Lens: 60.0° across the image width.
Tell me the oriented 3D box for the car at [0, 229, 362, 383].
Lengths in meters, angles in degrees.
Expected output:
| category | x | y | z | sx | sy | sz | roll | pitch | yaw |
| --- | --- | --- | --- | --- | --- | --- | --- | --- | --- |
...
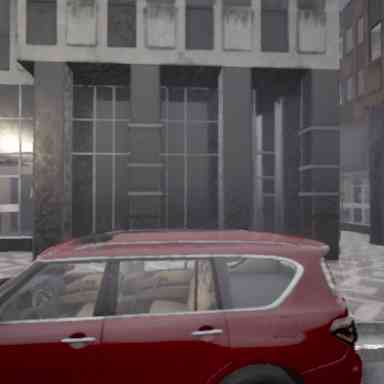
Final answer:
| category | x | y | z | sx | sy | sz | roll | pitch | yaw |
| --- | --- | --- | --- | --- | --- | --- | --- | --- | --- |
| car | -0.839 | 1.371 | 3.569 | 5.009 | 1.841 | 2.192 | 0 | -1 | -4 |
